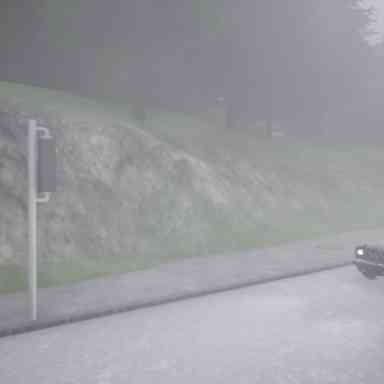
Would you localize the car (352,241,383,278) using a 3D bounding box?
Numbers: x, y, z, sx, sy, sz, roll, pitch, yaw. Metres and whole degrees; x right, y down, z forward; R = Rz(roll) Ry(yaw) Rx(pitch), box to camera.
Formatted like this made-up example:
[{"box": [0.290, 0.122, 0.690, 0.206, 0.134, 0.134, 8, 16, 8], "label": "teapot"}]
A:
[{"box": [6.248, 1.535, 8.569, 4.718, 1.301, 1.895, 0, 1, -33], "label": "car"}]
